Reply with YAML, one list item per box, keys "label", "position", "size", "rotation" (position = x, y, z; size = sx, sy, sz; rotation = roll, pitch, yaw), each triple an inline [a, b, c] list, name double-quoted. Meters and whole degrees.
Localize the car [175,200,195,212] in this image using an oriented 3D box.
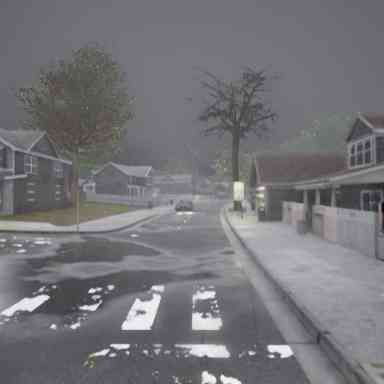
- label: "car"
  position: [-0.799, 1.609, 39.026]
  size: [1.994, 1.385, 4.181]
  rotation: [0, 0, 5]
